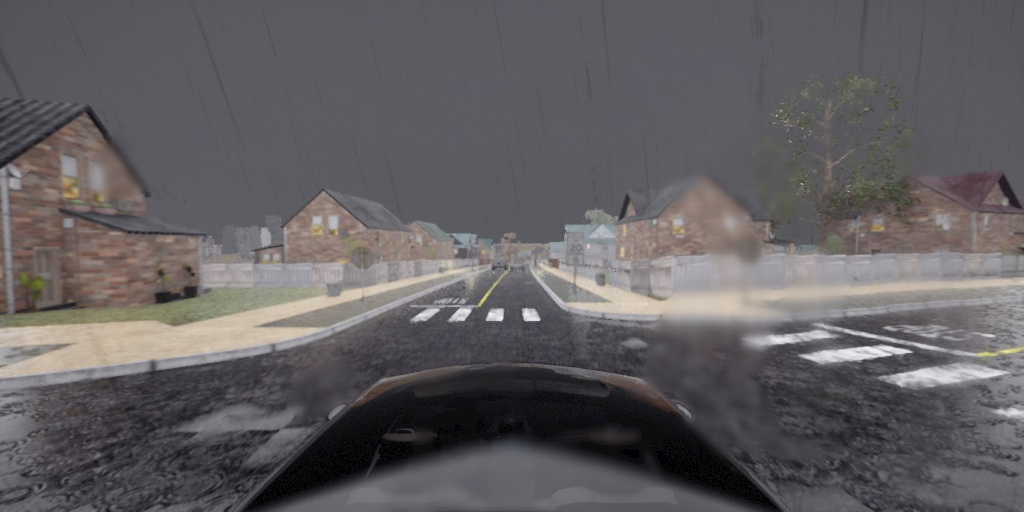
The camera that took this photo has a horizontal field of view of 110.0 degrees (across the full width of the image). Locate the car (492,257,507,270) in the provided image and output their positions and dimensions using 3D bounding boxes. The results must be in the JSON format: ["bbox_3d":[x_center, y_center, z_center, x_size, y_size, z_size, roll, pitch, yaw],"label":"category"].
[{"bbox_3d":[-1.829,1.102,54.504,2.150,2.045,5.566,0,0,2],"label":"car"}]

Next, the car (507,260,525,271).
[{"bbox_3d":[0.783,1.354,50.264,2.128,1.511,4.902,0,0,2],"label":"car"}]
